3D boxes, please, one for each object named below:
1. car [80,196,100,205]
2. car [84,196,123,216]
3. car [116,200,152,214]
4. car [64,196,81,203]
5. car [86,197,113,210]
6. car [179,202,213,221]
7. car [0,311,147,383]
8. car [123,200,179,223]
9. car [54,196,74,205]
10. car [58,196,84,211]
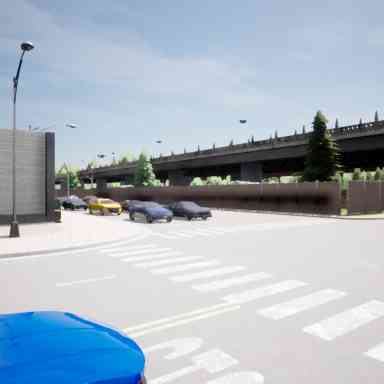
[{"bbox_3d":[-17.819,1.422,57.828,1.882,1.535,5.008,0,0,-36],"label":"car"},{"bbox_3d":[-8.575,1.422,32.515,1.882,1.535,5.008,0,0,-36],"label":"car"},{"bbox_3d":[-6.176,1.545,35.183,1.895,1.301,4.718,0,0,-35],"label":"car"},{"bbox_3d":[-23.745,1.469,65.948,1.812,1.442,4.674,0,0,-36],"label":"car"},{"bbox_3d":[-12.177,1.470,43.605,1.812,1.442,4.674,0,0,-36],"label":"car"},{"bbox_3d":[-0.607,1.492,27.380,2.033,1.411,5.357,0,0,-36],"label":"car"},{"bbox_3d":[-2.633,1.478,1.896,5.008,1.535,1.882,0,0,-36],"label":"car"},{"bbox_3d":[-3.209,1.470,25.009,1.812,1.442,4.674,0,0,-36],"label":"car"},{"bbox_3d":[-22.323,1.492,57.913,2.033,1.411,5.357,0,0,-35],"label":"car"},{"bbox_3d":[-14.270,1.492,40.495,2.033,1.411,5.357,0,0,-35],"label":"car"}]
